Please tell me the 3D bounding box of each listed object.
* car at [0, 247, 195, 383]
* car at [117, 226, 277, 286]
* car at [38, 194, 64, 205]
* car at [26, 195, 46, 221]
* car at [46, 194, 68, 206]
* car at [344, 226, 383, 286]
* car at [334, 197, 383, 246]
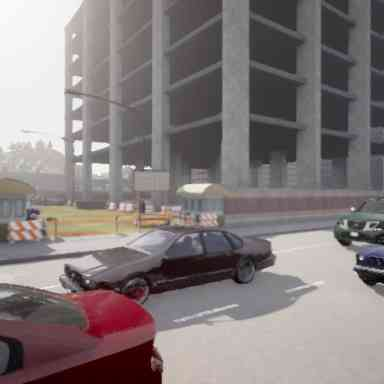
[{"bbox_3d":[-2.584,1.480,2.140,5.008,1.535,1.882,1,0,-36],"label":"car"},{"bbox_3d":[-0.262,1.568,8.116,5.357,1.411,2.033,0,0,-36],"label":"car"},{"bbox_3d":[-24.050,1.226,56.715,3.866,1.878,1.905,0,0,-36],"label":"car"},{"bbox_3d":[-12.886,1.192,23.657,3.866,1.878,1.905,0,0,-36],"label":"car"},{"bbox_3d":[-22.318,1.222,54.337,3.866,1.878,1.905,0,0,-36],"label":"car"},{"bbox_3d":[6.077,1.630,8.357,4.718,1.301,1.895,0,0,-36],"label":"car"},{"bbox_3d":[8.484,1.266,14.388,5.566,2.045,2.150,0,0,-36],"label":"car"}]
